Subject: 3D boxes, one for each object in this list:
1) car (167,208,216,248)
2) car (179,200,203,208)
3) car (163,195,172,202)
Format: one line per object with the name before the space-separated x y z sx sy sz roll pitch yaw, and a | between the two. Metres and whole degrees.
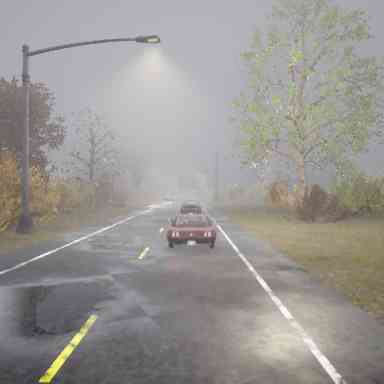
car | -0.017 1.614 14.685 1.895 1.301 4.718 0 0 0
car | -0.078 1.515 29.659 1.837 1.490 4.892 0 0 0
car | -5.673 1.464 77.231 2.128 1.511 4.902 0 0 -8
